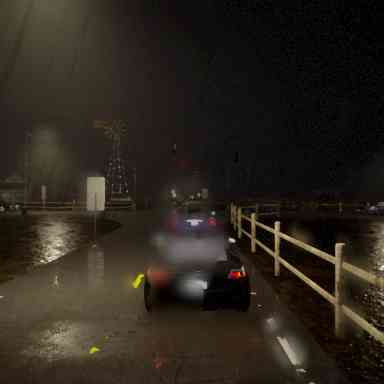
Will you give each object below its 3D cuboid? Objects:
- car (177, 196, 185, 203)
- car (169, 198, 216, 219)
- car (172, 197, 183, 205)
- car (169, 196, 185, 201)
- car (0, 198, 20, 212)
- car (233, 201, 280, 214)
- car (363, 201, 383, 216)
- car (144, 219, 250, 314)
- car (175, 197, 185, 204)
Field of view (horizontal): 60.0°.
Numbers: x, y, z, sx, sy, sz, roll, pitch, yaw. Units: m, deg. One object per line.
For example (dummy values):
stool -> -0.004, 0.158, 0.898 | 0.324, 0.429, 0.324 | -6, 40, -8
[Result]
car -> -2.675, 1.883, 85.317 | 1.882, 1.535, 5.008 | 0, 0, 0
car -> 0.109, 1.380, 16.357 | 2.097, 1.767, 4.553 | 0, 0, 0
car -> -2.737, 1.731, 65.237 | 1.882, 1.535, 5.008 | 0, 0, 1
car -> -2.796, 1.681, 55.433 | 2.128, 1.511, 4.902 | 0, 0, 0
car -> -20.281, 1.292, 34.042 | 4.892, 1.490, 1.837 | 1, -2, 0
car -> 7.211, 1.776, 37.664 | 5.357, 1.411, 2.033 | 1, -2, 0
car -> 21.862, 1.821, 37.629 | 4.553, 1.767, 2.097 | 1, -2, 0
car -> 0.104, 1.573, 7.714 | 1.994, 1.385, 4.181 | 0, 0, 0
car -> -2.686, 1.879, 75.188 | 1.994, 1.385, 4.181 | 0, 0, 0
